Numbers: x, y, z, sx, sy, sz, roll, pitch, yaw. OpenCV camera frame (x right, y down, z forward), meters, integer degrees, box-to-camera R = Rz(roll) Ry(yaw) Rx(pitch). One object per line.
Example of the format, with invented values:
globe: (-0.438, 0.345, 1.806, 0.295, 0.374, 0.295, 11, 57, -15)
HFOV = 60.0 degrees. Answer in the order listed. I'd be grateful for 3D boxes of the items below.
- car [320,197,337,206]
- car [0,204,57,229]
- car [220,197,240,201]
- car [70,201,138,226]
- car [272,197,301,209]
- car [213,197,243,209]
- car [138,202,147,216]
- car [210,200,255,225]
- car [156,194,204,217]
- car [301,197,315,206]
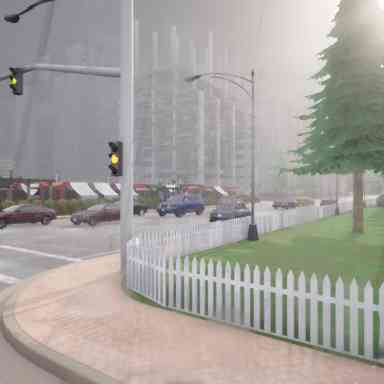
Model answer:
car: (21.100, 1.526, 51.245, 1.812, 1.442, 4.674, 0, 0, 34)
car: (-11.386, 1.526, 22.140, 1.812, 1.442, 4.674, 0, 0, 36)
car: (4.669, 1.491, 39.694, 2.128, 1.511, 4.902, 0, 0, 34)
car: (-6.271, 1.526, 23.431, 1.812, 1.442, 4.674, 0, 0, 34)
car: (12.473, 1.547, 44.696, 2.033, 1.411, 5.357, 0, 0, 34)
car: (5.181, 1.491, 46.672, 2.128, 1.511, 4.902, 0, 0, 34)
car: (-6.169, 1.477, 29.887, 1.882, 1.535, 5.008, 0, 0, 34)
car: (3.021, 1.564, 24.382, 1.994, 1.385, 4.181, 0, 0, 34)
car: (-0.964, 1.221, 31.352, 2.150, 2.045, 5.566, 0, 0, 34)
car: (18.269, 1.478, 53.306, 1.882, 1.535, 5.008, 0, 0, 34)
